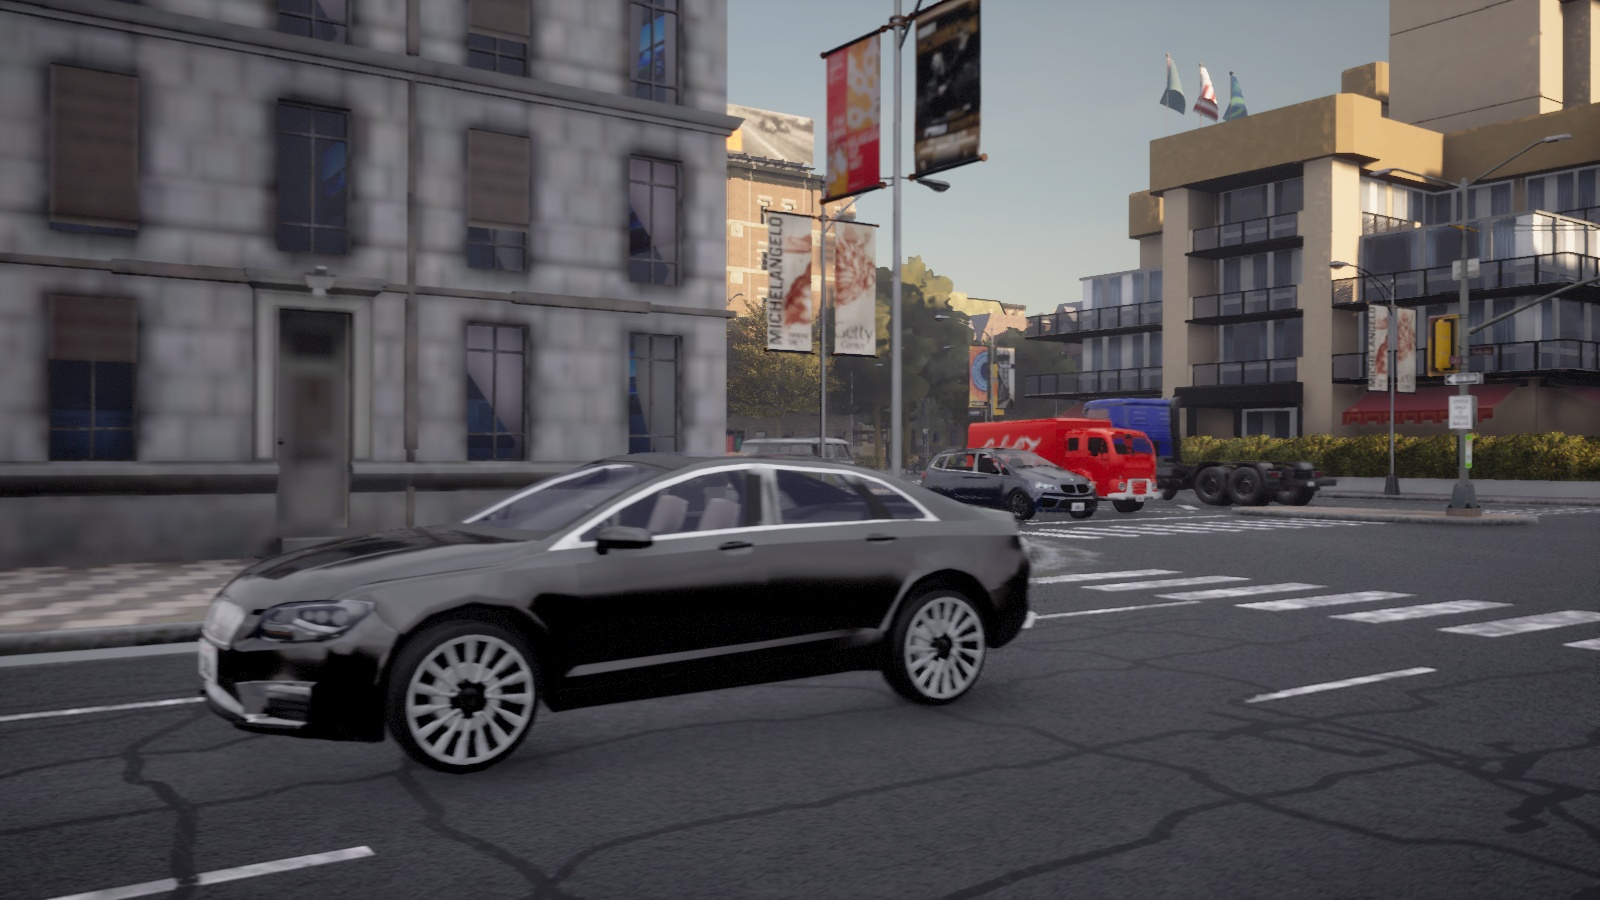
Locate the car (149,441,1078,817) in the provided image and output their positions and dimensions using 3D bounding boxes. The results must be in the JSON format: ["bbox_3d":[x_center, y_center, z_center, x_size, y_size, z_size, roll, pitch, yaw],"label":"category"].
[{"bbox_3d":[-0.901,0.726,7.305,4.902,1.511,2.128,0,0,-34],"label":"car"}]

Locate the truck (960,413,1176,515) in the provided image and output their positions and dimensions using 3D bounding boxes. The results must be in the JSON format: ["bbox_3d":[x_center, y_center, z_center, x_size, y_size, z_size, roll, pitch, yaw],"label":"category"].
[{"bbox_3d":[6.981,0.385,33.284,2.627,2.467,5.204,0,-1,-34],"label":"truck"}]

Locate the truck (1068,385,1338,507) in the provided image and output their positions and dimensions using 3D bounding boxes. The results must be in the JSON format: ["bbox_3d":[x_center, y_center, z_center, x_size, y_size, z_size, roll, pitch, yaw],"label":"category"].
[{"bbox_3d":[12.406,-0.104,39.467,2.891,3.462,7.936,0,0,-35],"label":"truck"}]

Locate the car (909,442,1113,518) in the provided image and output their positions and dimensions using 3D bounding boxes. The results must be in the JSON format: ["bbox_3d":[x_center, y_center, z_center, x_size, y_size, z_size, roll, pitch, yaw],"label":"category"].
[{"bbox_3d":[4.946,0.685,30.082,2.242,1.667,4.611,0,-1,-35],"label":"car"}]

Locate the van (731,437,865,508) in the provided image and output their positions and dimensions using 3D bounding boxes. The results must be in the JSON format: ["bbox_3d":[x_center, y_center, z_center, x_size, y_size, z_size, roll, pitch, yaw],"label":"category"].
[{"bbox_3d":[-0.141,0.622,37.380,1.775,1.987,4.442,0,0,-35],"label":"van"}]
